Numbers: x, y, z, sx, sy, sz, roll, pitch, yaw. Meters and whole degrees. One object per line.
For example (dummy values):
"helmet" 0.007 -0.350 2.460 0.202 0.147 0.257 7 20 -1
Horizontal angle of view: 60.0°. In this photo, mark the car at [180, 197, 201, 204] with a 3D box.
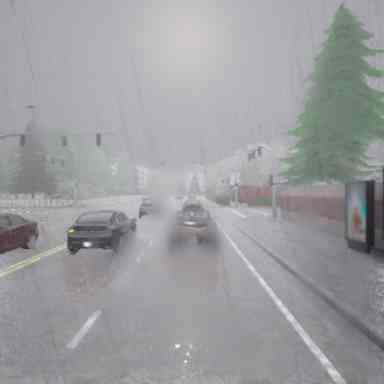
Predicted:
"car" 0.076 1.447 29.133 1.837 1.490 4.892 0 0 0

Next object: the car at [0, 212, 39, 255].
"car" -7.075 1.458 11.284 1.882 1.535 5.008 0 0 0

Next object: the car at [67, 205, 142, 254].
"car" -3.433 1.480 13.402 1.837 1.490 4.892 0 0 0

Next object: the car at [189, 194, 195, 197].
"car" 0.007 1.396 87.622 1.994 1.385 4.181 0 0 0

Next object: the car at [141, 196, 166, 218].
"car" -3.426 1.423 28.978 2.128 1.511 4.902 0 0 0

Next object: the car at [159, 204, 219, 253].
"car" 0.067 1.467 13.577 2.128 1.511 4.902 0 0 0

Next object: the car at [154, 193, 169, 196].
"car" -6.994 1.462 75.785 1.895 1.301 4.718 0 0 0

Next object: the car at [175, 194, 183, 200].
"car" -3.493 1.386 87.023 2.033 1.411 5.357 0 0 0

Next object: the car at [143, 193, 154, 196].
"car" -10.494 1.391 75.816 1.812 1.442 4.674 0 0 0
